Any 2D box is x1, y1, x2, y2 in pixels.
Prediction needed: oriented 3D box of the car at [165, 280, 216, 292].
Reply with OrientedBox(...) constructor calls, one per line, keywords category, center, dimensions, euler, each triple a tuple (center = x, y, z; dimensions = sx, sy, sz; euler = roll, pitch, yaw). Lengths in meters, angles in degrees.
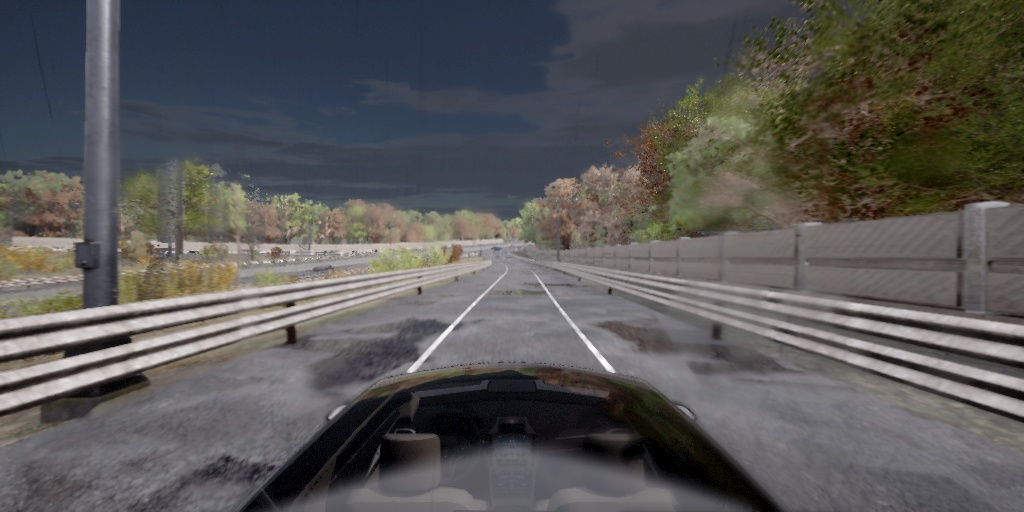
OrientedBox(category="car", center=(-41.212, 4.187, 46.655), dimensions=(2.150, 2.045, 5.566), euler=(1, 4, 16))
